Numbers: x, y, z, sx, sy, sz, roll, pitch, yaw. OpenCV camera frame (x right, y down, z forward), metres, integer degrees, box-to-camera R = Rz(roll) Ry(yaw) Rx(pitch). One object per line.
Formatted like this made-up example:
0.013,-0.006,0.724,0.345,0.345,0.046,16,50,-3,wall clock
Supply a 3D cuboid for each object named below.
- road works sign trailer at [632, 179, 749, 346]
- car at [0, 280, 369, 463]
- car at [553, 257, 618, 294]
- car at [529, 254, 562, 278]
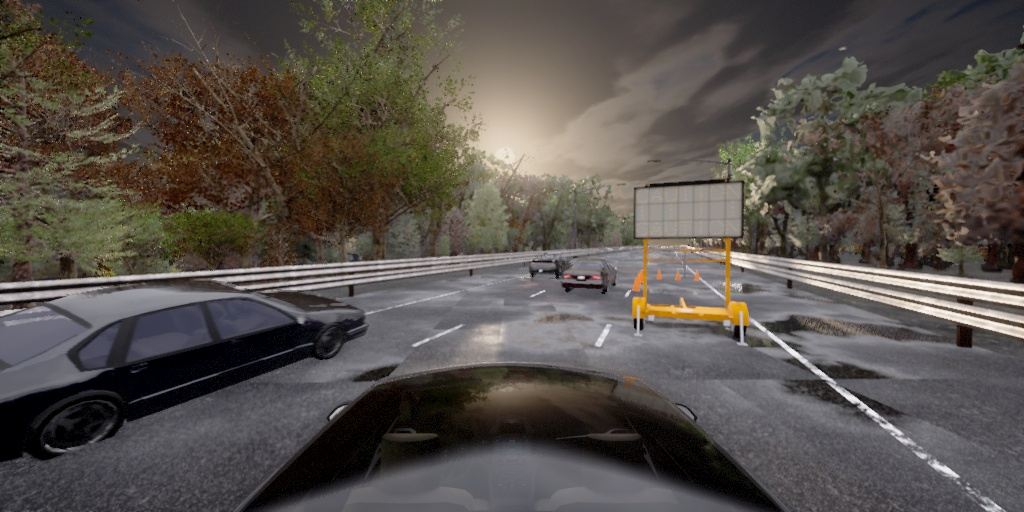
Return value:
4.291,-0.024,8.949,2.380,3.560,2.880,0,0,23,road works sign trailer
-4.600,1.125,5.106,2.033,1.411,5.357,11,7,21,car
3.694,0.829,16.538,2.033,1.411,5.357,0,2,22,car
2.578,0.579,23.017,2.128,1.511,4.902,0,2,22,car
